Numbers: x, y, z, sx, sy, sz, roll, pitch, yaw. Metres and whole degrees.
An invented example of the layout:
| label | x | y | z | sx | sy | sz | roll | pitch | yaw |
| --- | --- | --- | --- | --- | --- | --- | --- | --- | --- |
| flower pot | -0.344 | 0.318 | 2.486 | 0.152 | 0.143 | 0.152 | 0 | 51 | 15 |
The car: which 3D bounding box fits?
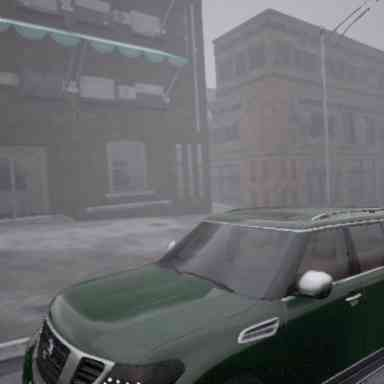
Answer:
| label | x | y | z | sx | sy | sz | roll | pitch | yaw |
| --- | --- | --- | --- | --- | --- | --- | --- | --- | --- |
| car | 1.050 | 1.229 | 4.132 | 5.566 | 2.045 | 2.150 | 0 | 0 | -36 |
